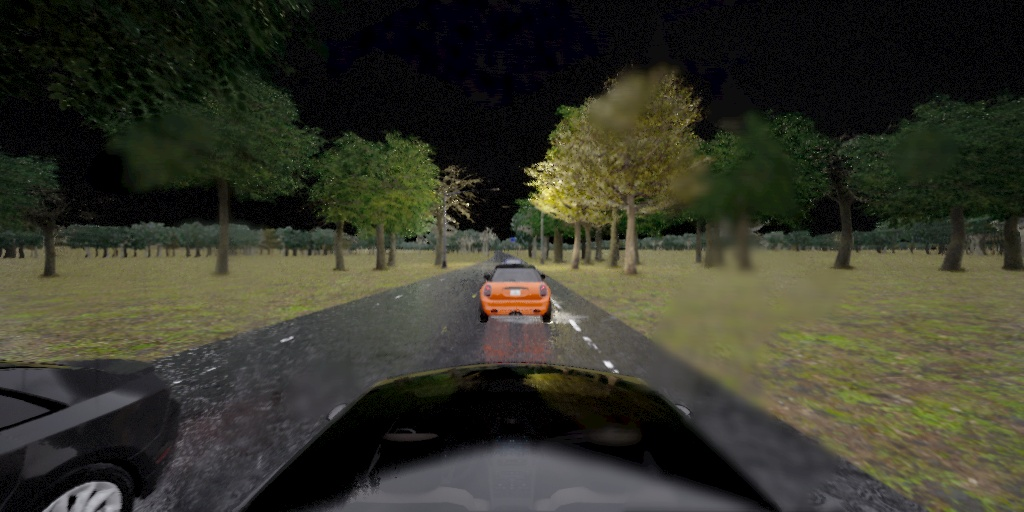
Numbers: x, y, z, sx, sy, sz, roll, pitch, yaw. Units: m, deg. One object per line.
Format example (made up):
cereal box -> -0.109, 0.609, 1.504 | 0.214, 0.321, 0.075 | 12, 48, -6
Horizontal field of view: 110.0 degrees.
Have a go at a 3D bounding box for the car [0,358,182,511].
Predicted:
car -> -3.500, 1.263, 0.734 | 1.837, 1.490, 4.892 | 0, 0, 0

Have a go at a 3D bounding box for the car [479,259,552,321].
car -> 0.097, 1.021, 12.142 | 2.097, 1.767, 4.553 | 0, 0, 0

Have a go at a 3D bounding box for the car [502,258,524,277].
car -> 0.097, 0.979, 33.138 | 1.882, 1.535, 5.008 | 0, 0, 0
